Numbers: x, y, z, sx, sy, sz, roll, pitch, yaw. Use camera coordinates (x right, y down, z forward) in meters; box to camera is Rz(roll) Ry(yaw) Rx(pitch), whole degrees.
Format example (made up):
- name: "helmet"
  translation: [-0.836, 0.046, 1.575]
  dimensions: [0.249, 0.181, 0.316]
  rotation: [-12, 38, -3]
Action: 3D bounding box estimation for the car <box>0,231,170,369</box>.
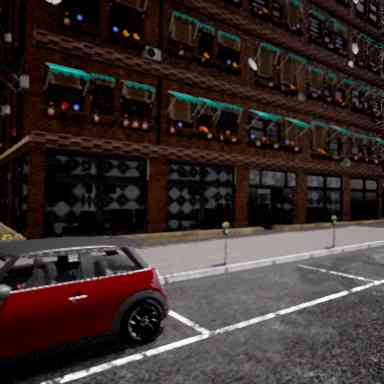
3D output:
- name: "car"
  translation: [-2.444, 1.445, 4.826]
  dimensions: [4.097, 1.590, 1.967]
  rotation: [1, 0, -35]
